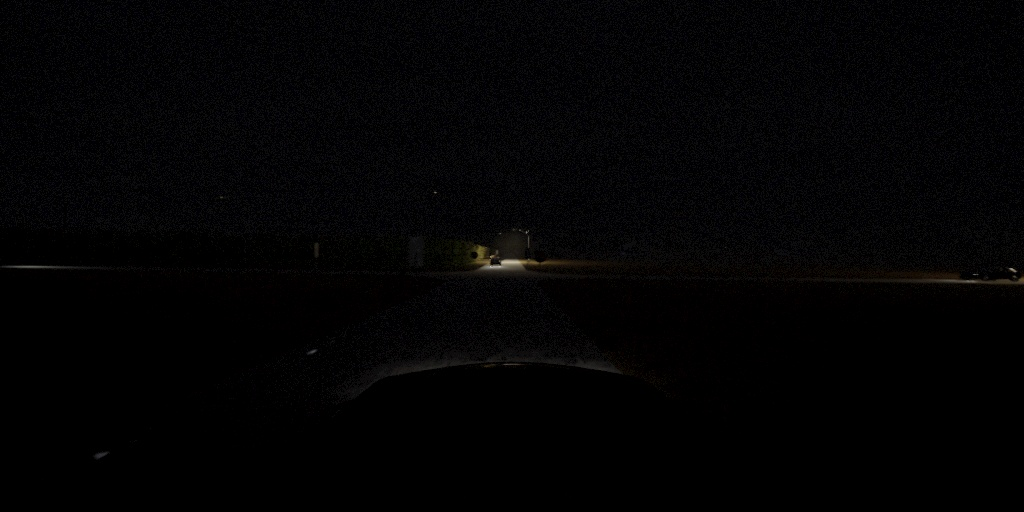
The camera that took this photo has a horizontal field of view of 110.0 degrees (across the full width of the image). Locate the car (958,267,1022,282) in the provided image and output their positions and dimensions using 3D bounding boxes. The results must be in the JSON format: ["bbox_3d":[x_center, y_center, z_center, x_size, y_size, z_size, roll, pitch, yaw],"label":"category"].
[{"bbox_3d":[49.115,1.824,36.880,4.892,1.490,1.837,1,0,0],"label":"car"}]

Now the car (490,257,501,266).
[{"bbox_3d":[-2.783,0.947,61.418,2.128,1.511,4.902,0,1,0],"label":"car"}]

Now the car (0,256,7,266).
[{"bbox_3d":[-51.883,0.172,34.515,4.902,1.511,2.128,1,0,0],"label":"car"}]
